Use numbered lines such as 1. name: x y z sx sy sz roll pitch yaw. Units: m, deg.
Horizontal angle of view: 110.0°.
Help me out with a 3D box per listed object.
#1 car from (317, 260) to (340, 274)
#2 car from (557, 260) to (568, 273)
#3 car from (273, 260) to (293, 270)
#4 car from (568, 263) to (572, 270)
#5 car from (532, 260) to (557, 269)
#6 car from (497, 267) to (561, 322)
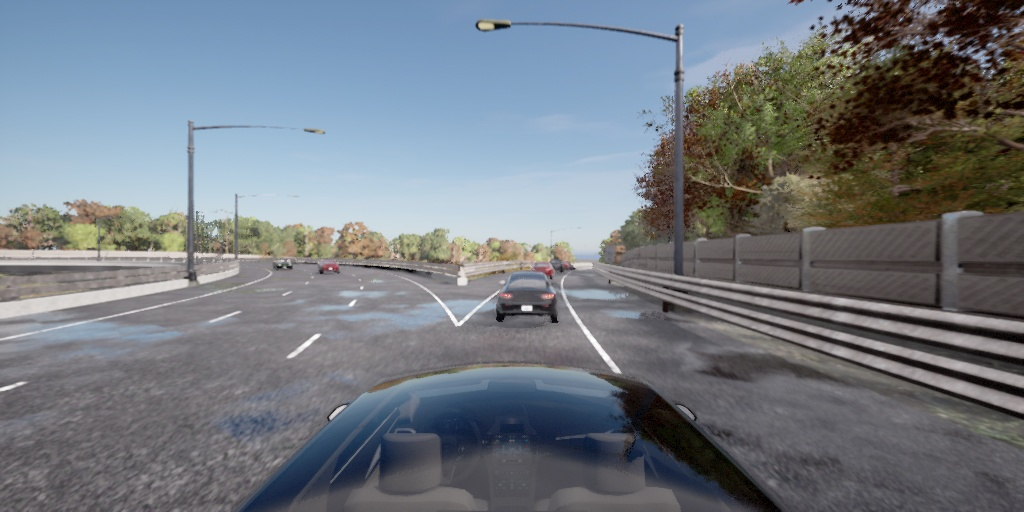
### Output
1. car: -19.994 1.142 39.103 1.812 1.442 4.674 0 0 -32
2. car: 5.233 1.195 43.106 2.128 1.511 4.902 0 0 12
3. car: -30.868 1.170 48.208 1.895 1.301 4.718 0 0 -39
4. car: 8.350 1.584 58.350 1.812 1.442 4.674 0 -2 12
5. car: 2.618 1.219 30.550 1.812 1.442 4.674 0 -1 10
6. car: 0.545 1.254 12.071 1.812 1.442 4.674 0 0 3
